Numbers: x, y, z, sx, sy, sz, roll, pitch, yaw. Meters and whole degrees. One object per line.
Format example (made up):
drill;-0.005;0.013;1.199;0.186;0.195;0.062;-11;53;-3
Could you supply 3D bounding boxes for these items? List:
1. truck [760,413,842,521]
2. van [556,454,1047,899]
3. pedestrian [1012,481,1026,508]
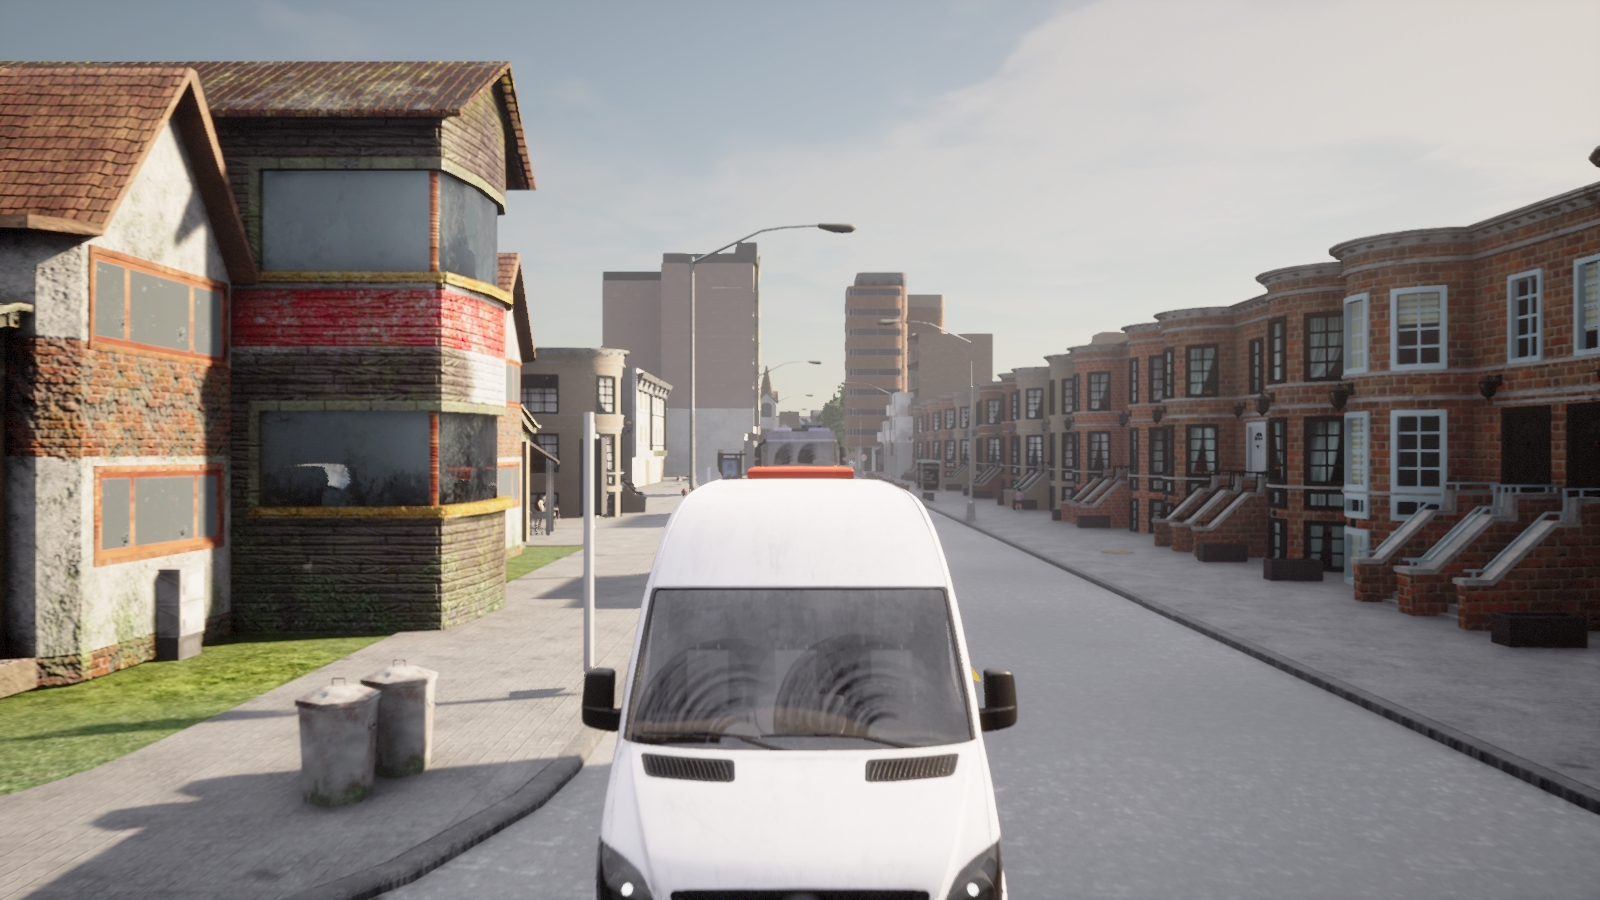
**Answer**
truck;0.020;0.662;44.749;2.891;3.827;8.468;0;-1;0
van;0.003;1.314;7.589;1.988;2.561;5.915;0;0;0
pedestrian;9.365;1.900;48.834;0.500;1.100;0.500;0;0;-3
